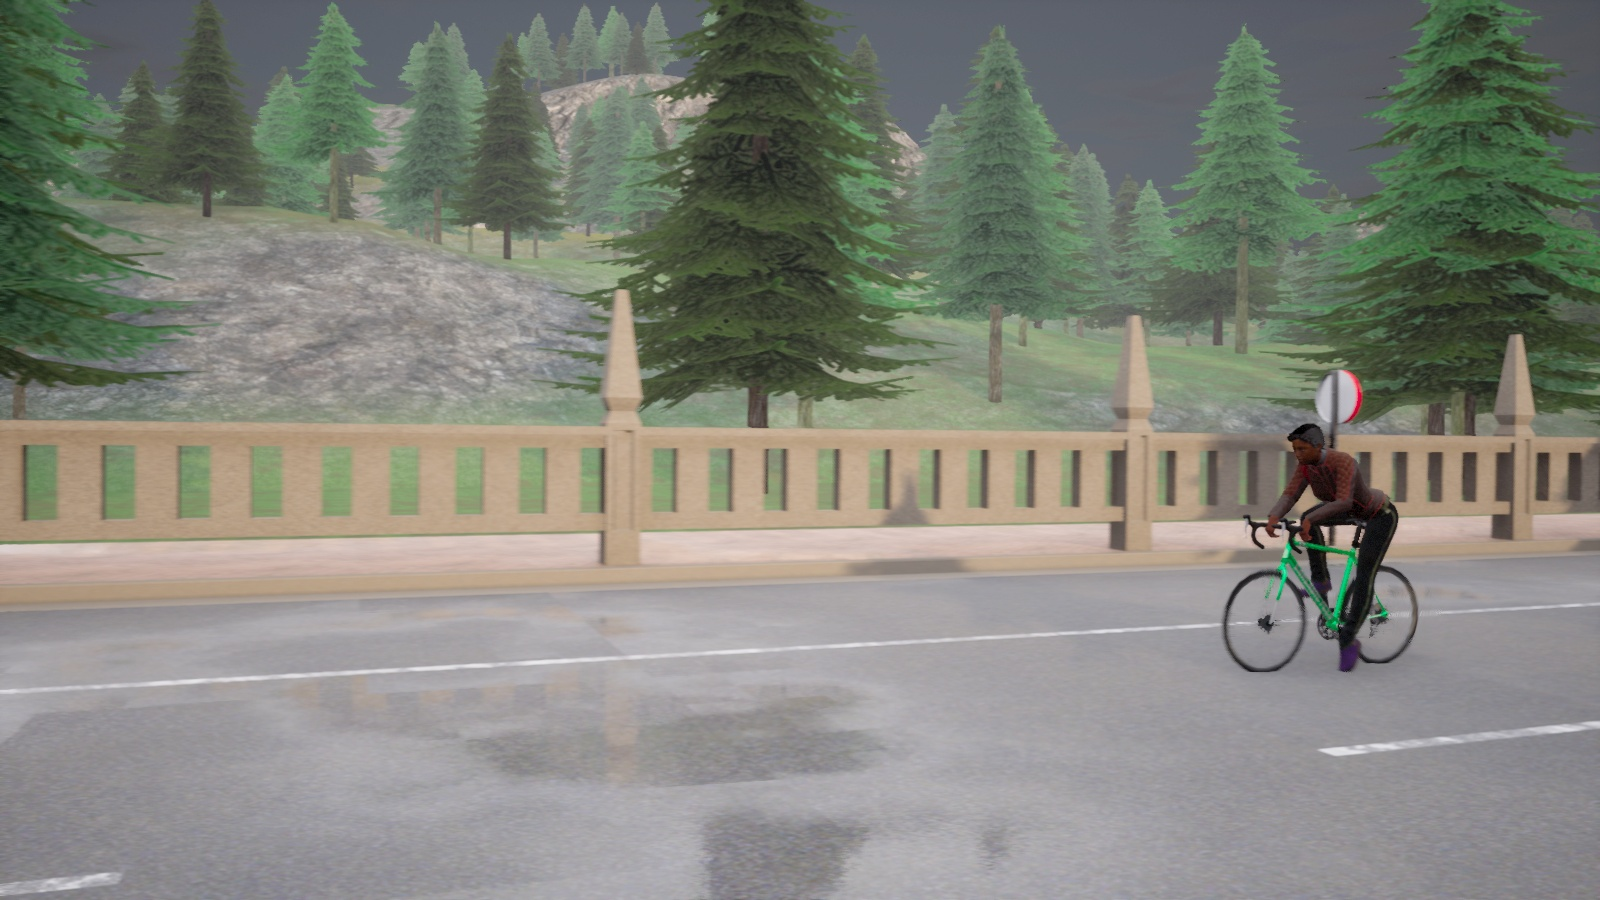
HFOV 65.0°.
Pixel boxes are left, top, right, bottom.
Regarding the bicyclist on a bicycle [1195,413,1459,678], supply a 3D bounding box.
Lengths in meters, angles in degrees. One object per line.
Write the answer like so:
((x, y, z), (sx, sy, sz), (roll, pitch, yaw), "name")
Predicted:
((3.490, 0.578, 8.308), (1.656, 1.620, 0.582), (-1, 1, -21), "bicyclist on a bicycle")
